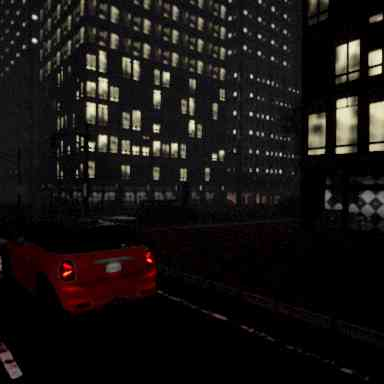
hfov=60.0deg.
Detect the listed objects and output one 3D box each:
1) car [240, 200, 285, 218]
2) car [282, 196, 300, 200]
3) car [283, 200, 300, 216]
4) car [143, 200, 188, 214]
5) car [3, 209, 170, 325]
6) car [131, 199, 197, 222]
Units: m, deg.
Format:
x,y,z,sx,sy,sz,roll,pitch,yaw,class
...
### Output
x,y,z,sx,sy,sz,roll,pitch,yaw,class
7.008,1.821,33.919,4.829,1.417,1.752,1,0,-38,car
14.279,1.539,47.032,5.566,2.045,2.150,1,1,-38,car
11.293,1.923,37.319,4.206,1.307,1.802,1,0,-38,car
-2.887,1.633,36.767,4.829,1.417,1.752,1,0,-38,car
-2.730,1.346,7.495,2.097,1.767,4.553,0,0,-39,car
-1.961,1.513,26.804,5.009,1.841,2.192,1,0,-38,car
